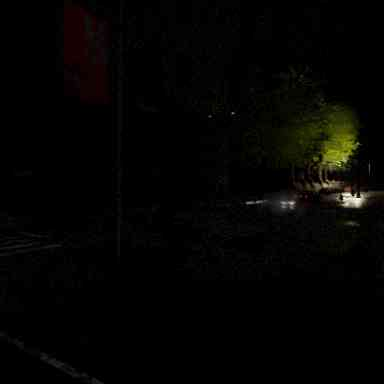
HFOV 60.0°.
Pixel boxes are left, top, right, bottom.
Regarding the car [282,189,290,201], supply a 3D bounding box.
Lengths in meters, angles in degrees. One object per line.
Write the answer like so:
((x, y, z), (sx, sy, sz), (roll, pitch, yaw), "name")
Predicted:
((13.334, 0.376, 43.671), (2.128, 1.511, 4.902), (1, 2, 36), "car")

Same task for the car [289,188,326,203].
((13.806, 0.532, 39.615), (2.033, 1.411, 5.357), (1, 2, 36), "car")

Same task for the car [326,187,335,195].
((26.481, -0.180, 66.444), (2.008, 1.369, 4.403), (2, 3, 36), "car")

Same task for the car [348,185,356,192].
((40.161, -0.648, 85.529), (1.802, 1.307, 4.206), (2, 3, 36), "car")

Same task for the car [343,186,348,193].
((33.822, -0.437, 76.663), (1.947, 1.339, 4.313), (2, 3, 36), "car")

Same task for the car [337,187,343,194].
((30.653, -0.336, 72.230), (2.008, 1.369, 4.403), (2, 3, 36), "car")

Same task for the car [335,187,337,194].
((27.609, -0.249, 68.062), (1.752, 1.417, 4.829), (2, 3, 36), "car")
